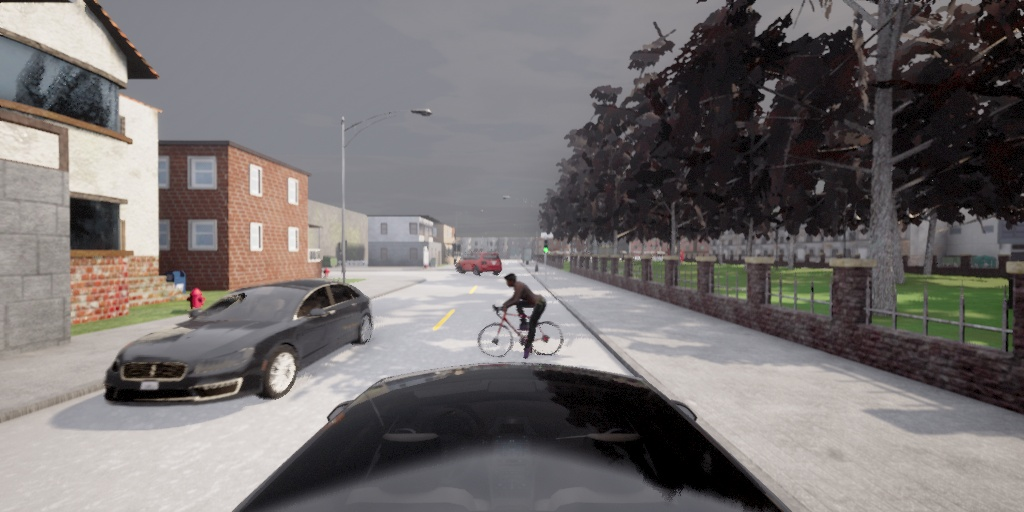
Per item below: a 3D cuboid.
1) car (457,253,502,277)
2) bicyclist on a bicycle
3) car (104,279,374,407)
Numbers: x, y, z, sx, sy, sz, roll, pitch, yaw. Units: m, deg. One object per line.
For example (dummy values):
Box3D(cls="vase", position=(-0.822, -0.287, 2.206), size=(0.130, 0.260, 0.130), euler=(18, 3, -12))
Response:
Box3D(cls="car", position=(-3.044, 0.738, 32.746), size=(2.150, 2.045, 5.566), euler=(1, 0, -33))
Box3D(cls="bicyclist on a bicycle", position=(0.157, 1.150, 6.889), size=(1.656, 1.620, 0.582), euler=(-2, 1, -2))
Box3D(cls="car", position=(-4.113, 1.222, 6.486), size=(1.837, 1.490, 4.892), euler=(0, 0, 0))
